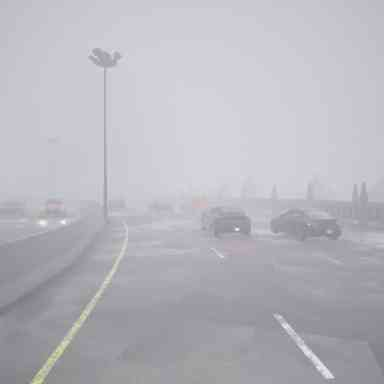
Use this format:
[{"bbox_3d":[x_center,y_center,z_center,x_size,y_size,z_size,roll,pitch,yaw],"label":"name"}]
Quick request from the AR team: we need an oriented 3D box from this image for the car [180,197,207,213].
[{"bbox_3d":[0.255,1.351,36.600,2.097,1.767,4.553,0,0,-21],"label":"car"}]

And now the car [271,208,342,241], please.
[{"bbox_3d":[5.544,1.525,16.596,1.812,1.442,4.674,0,0,-9],"label":"car"}]

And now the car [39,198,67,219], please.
[{"bbox_3d":[-12.123,1.352,29.190,2.097,1.767,4.553,0,0,-20],"label":"car"}]

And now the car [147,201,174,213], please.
[{"bbox_3d":[-3.607,1.600,37.058,1.895,1.301,4.718,0,0,-21],"label":"car"}]

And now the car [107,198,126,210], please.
[{"bbox_3d":[-9.874,1.490,42.653,2.128,1.511,4.902,0,0,-25],"label":"car"}]

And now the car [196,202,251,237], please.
[{"bbox_3d":[1.727,1.504,18.234,1.837,1.490,4.892,0,0,-10],"label":"car"}]

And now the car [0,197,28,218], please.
[{"bbox_3d":[-16.214,1.477,30.323,1.882,1.535,5.008,0,0,-20],"label":"car"}]
